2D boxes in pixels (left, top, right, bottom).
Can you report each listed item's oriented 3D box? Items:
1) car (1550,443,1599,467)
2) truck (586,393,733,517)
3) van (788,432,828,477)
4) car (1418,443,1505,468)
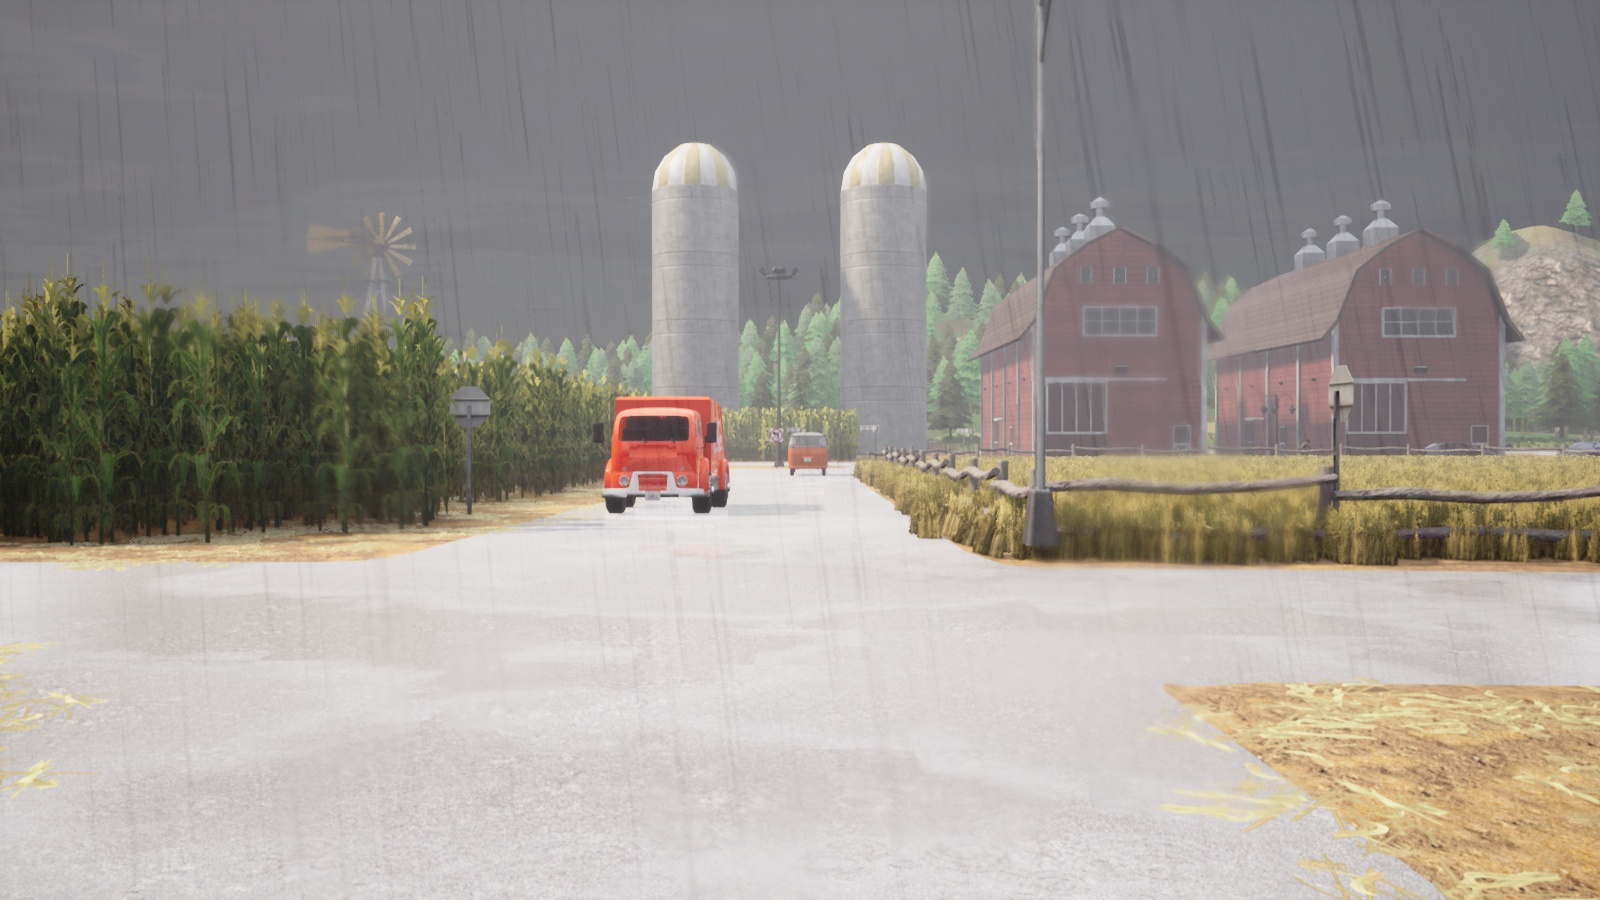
[{"bbox_3d":[48.412,0.284,77.422,4.674,1.442,1.812,-1,1,-33],"label":"car"},{"bbox_3d":[-2.925,0.082,27.566,2.627,2.467,5.204,0,0,0],"label":"truck"},{"bbox_3d":[0.402,0.181,58.616,1.775,1.987,4.442,0,0,2],"label":"van"},{"bbox_3d":[39.310,0.317,74.697,4.193,1.474,1.816,0,1,9],"label":"car"}]
